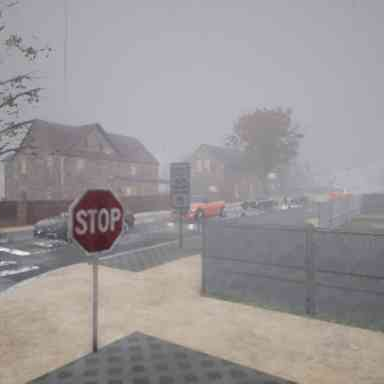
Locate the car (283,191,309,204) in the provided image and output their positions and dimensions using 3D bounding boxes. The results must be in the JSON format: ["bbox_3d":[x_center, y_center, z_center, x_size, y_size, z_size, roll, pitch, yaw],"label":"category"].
[{"bbox_3d":[12.409,0.629,39.608,2.128,1.511,4.902,0,2,36],"label":"car"}]

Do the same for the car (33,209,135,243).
[{"bbox_3d":[-4.818,1.339,15.451,1.837,1.490,4.892,0,1,36],"label":"car"}]

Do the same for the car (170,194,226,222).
[{"bbox_3d":[0.487,0.970,22.909,2.097,1.767,4.553,0,2,35],"label":"car"}]

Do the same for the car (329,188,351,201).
[{"bbox_3d":[20.492,0.271,45.950,2.097,1.767,4.553,0,1,35],"label":"car"}]

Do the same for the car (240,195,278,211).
[{"bbox_3d":[6.316,0.983,31.097,1.895,1.301,4.718,0,1,35],"label":"car"}]
